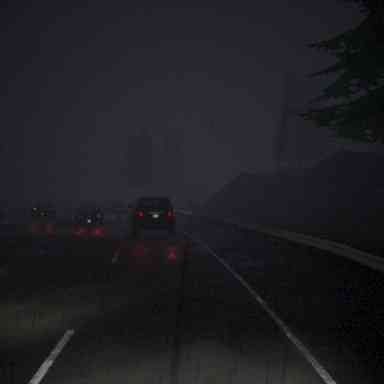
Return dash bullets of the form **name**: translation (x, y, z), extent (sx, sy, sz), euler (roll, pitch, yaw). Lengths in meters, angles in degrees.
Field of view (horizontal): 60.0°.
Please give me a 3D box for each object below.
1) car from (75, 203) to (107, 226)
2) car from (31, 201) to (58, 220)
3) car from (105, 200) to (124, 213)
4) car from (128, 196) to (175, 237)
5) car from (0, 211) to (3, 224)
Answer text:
- **car**: translation (-7.460, 1.653, 24.257), extent (1.895, 1.301, 4.718), euler (0, 0, -16)
- **car**: translation (-12.801, 1.565, 28.926), extent (2.128, 1.511, 4.902), euler (0, 0, -20)
- **car**: translation (-8.934, 1.598, 37.508), extent (1.812, 1.442, 4.674), euler (0, 0, -25)
- **car**: translation (-2.333, 1.251, 18.631), extent (2.150, 2.045, 5.566), euler (0, 0, -12)
- **car**: translation (-14.087, 1.547, 22.039), extent (1.882, 1.535, 5.008), euler (0, 0, -16)
